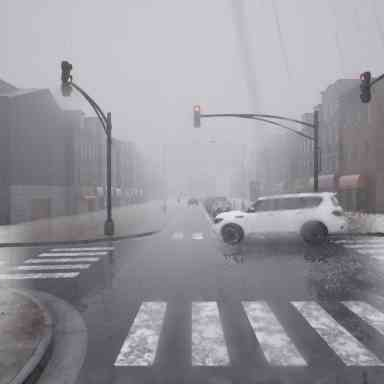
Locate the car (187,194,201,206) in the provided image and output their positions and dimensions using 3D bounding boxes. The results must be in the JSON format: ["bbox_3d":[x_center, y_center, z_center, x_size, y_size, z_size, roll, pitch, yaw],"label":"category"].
[{"bbox_3d":[0.197,1.621,58.673,1.837,1.490,4.892,0,0,0],"label":"car"}]

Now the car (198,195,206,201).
[{"bbox_3d":[2.784,1.711,94.520,1.967,1.590,4.097,-1,0,0],"label":"car"}]

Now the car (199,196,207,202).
[{"bbox_3d":[2.768,1.800,83.714,1.802,1.307,4.206,-1,0,0],"label":"car"}]

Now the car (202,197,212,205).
[{"bbox_3d":[2.732,1.654,62.275,1.752,1.417,4.829,-1,0,0],"label":"car"}]

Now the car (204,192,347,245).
[{"bbox_3d":[3.659,1.139,14.523,5.566,2.045,2.150,-4,0,19],"label":"car"}]

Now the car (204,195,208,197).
[{"bbox_3d":[2.686,1.360,35.094,2.192,1.841,5.009,-1,0,0],"label":"car"}]

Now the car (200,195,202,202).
[{"bbox_3d":[2.713,1.530,51.301,1.967,1.590,4.097,-1,0,0],"label":"car"}]

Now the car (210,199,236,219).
[{"bbox_3d":[2.678,1.473,29.691,1.967,1.590,4.097,-1,0,0],"label":"car"}]

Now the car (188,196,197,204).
[{"bbox_3d":[0.199,1.659,68.829,1.837,1.490,4.892,0,0,1],"label":"car"}]

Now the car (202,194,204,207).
[{"bbox_3d":[2.694,1.373,40.496,2.192,1.841,5.009,-1,0,0],"label":"car"}]
